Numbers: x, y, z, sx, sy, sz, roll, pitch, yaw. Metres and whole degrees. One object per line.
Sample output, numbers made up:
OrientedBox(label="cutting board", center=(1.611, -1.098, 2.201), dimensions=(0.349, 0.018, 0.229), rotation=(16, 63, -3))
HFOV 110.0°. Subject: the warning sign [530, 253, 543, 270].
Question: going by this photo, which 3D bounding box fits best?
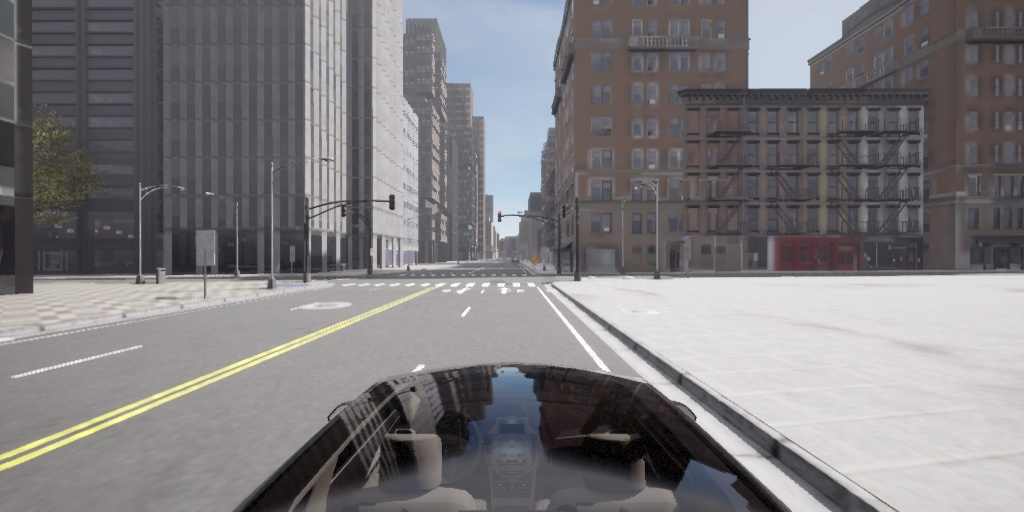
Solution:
OrientedBox(label="warning sign", center=(2.850, 0.860, 44.968), dimensions=(1.300, 1.860, 1.060), rotation=(0, 0, 0))
